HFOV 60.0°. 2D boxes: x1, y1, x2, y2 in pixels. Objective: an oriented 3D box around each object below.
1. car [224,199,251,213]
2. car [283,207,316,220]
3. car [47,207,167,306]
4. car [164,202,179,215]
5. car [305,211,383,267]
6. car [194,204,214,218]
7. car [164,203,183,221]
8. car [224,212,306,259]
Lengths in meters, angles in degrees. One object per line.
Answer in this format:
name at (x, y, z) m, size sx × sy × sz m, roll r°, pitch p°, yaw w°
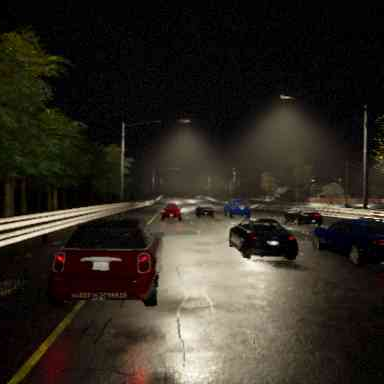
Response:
car at (4.889, 1.811, 36.215) m, size 2.150 × 2.045 × 5.566 m, roll 1°, pitch -1°, yaw -3°
car at (8.919, 2.003, 27.207) m, size 2.128 × 1.511 × 4.902 m, roll 1°, pitch -1°, yaw -3°
car at (-1.805, 1.399, 8.268) m, size 2.097 × 1.767 × 4.553 m, roll 1°, pitch -1°, yaw -3°
car at (-2.663, 2.128, 43.775) m, size 1.812 × 1.442 × 4.674 m, roll 1°, pitch -1°, yaw -3°
car at (6.281, 1.738, 12.521) m, size 1.882 × 1.535 × 5.008 m, roll 1°, pitch 0°, yaw -3°
car at (1.337, 2.025, 36.877) m, size 2.128 × 1.511 × 4.902 m, roll 1°, pitch -1°, yaw -3°
car at (-1.898, 1.889, 31.385) m, size 1.812 × 1.442 × 4.674 m, roll 1°, pitch -1°, yaw -3°
car at (2.716, 1.762, 13.519) m, size 1.994 × 1.385 × 4.181 m, roll 1°, pitch -1°, yaw -3°
